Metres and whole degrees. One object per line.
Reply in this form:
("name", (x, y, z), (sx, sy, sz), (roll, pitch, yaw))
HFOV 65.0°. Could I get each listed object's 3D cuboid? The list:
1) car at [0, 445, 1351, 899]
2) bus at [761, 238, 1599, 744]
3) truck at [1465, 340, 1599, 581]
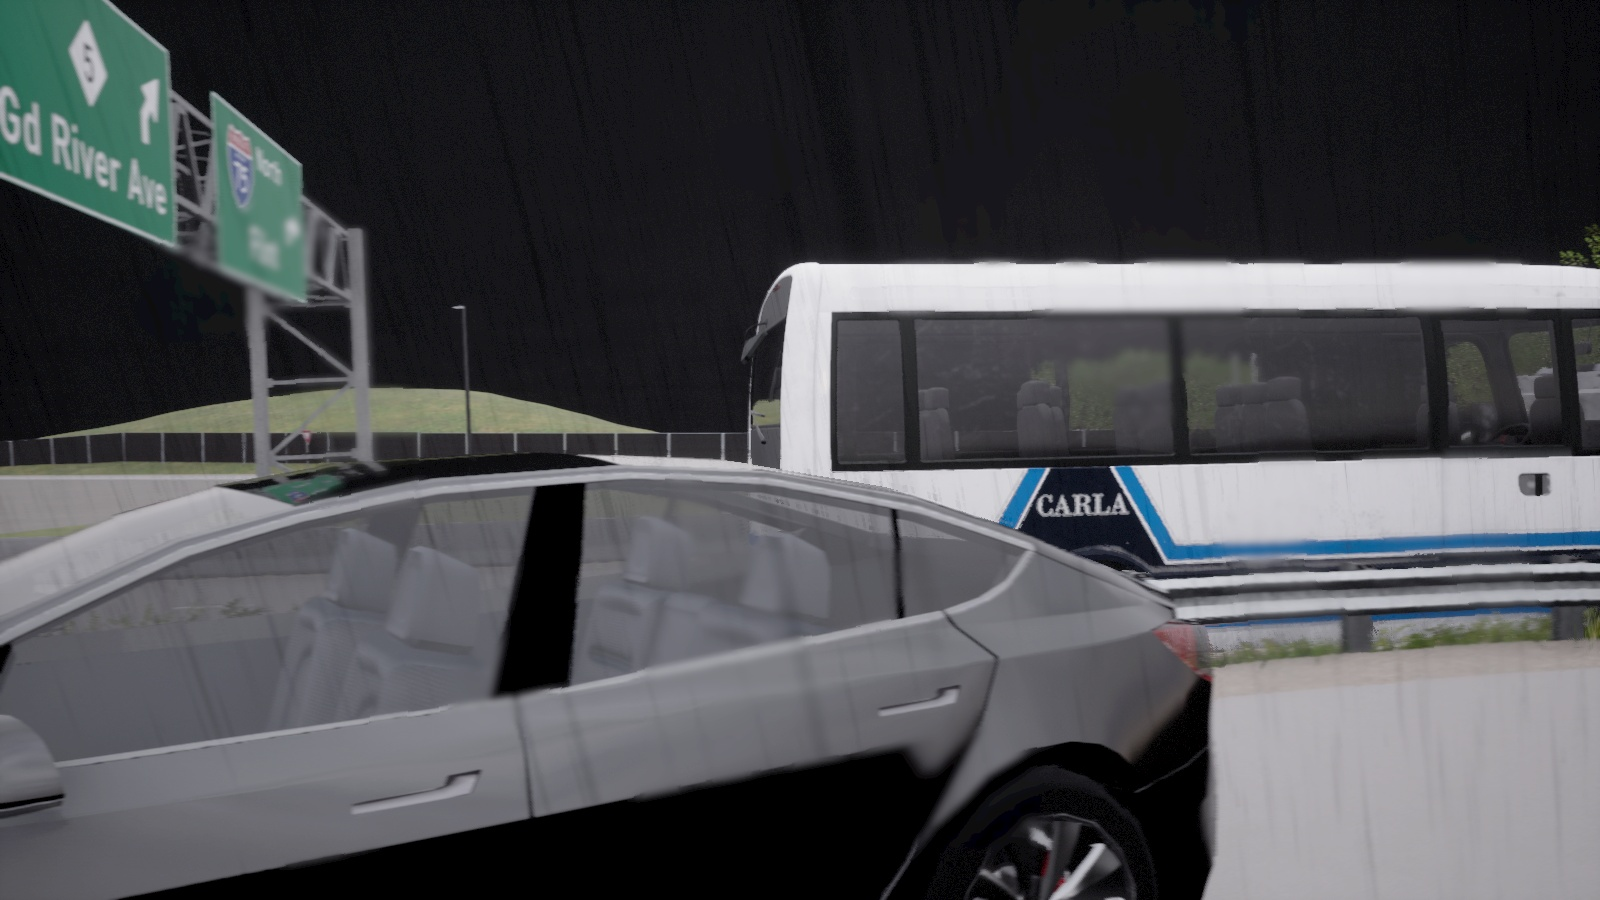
("car", (-1.195, 0.750, 2.964), (4.792, 1.488, 2.163), (0, 0, -30))
("bus", (4.960, 0.210, 13.219), (10.273, 4.253, 3.944), (-1, 1, -8))
("truck", (16.493, 0.047, 21.955), (8.468, 3.827, 2.891), (-1, 1, -8))
